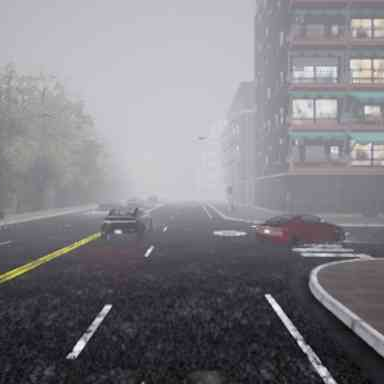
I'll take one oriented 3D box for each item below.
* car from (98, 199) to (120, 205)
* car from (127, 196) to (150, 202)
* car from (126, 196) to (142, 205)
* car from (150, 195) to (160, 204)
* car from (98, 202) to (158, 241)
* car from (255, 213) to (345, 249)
[{"bbox_3d":[-9.833,1.458,39.994,1.895,1.301,4.718,0,0,0],"label":"car"},{"bbox_3d":[-6.583,1.457,40.002,1.895,1.301,4.718,0,0,0],"label":"car"},{"bbox_3d":[-9.785,1.363,56.708,1.994,1.385,4.181,0,0,1],"label":"car"},{"bbox_3d":[-6.540,1.303,56.814,1.837,1.490,4.892,0,0,1],"label":"car"},{"bbox_3d":[-3.143,1.473,16.617,2.128,1.511,4.902,0,0,0],"label":"car"},{"bbox_3d":[4.893,1.638,14.904,4.181,1.385,1.994,1,0,-30],"label":"car"}]
